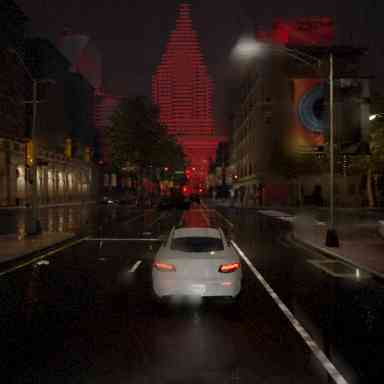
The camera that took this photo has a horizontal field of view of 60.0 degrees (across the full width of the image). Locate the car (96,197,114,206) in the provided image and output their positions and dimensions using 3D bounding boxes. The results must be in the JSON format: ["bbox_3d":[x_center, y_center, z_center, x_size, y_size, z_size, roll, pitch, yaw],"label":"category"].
[{"bbox_3d":[-14.812,1.547,56.819,2.033,1.411,5.357,0,0,0],"label":"car"}]

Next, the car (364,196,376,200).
[{"bbox_3d":[34.771,1.481,68.044,2.231,1.521,4.892,0,0,0],"label":"car"}]

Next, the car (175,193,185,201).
[{"bbox_3d":[-3.085,1.218,86.476,2.150,2.045,5.566,0,0,0],"label":"car"}]

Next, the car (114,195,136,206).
[{"bbox_3d":[-11.313,1.478,56.753,1.882,1.535,5.008,0,0,0],"label":"car"}]

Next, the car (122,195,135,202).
[{"bbox_3d":[-14.633,1.478,76.772,1.882,1.535,5.008,0,0,0],"label":"car"}]

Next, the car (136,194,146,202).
[{"bbox_3d":[-11.201,1.547,66.567,2.033,1.411,5.357,0,0,1],"label":"car"}]

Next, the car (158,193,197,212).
[{"bbox_3d":[-1.895,1.352,38.637,2.097,1.767,4.553,0,0,35],"label":"car"}]

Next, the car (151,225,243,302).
[{"bbox_3d":[0.115,1.526,8.149,1.812,1.442,4.674,0,0,1],"label":"car"}]

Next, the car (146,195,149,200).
[{"bbox_3d":[-11.132,1.355,76.787,2.097,1.767,4.553,0,0,0],"label":"car"}]

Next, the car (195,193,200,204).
[{"bbox_3d":[0.403,1.221,65.814,2.150,2.045,5.566,0,0,0],"label":"car"}]

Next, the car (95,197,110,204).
[{"bbox_3d":[-17.930,1.595,66.904,1.895,1.301,4.718,0,0,0],"label":"car"}]

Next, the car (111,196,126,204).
[{"bbox_3d":[-14.699,1.505,66.358,1.837,1.490,4.892,0,0,1],"label":"car"}]
